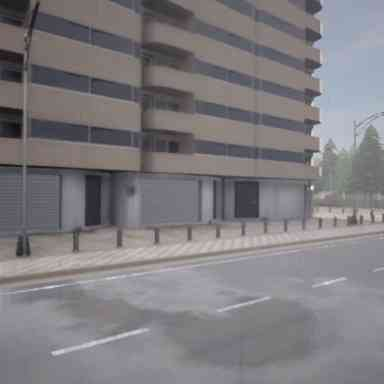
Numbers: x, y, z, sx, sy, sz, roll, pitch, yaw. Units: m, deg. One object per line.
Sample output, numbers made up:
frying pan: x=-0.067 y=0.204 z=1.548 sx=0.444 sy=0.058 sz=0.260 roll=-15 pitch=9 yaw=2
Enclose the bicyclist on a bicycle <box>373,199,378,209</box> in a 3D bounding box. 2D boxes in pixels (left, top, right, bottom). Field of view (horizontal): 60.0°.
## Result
bicyclist on a bicycle: x=28.388 y=1.849 z=51.376 sx=1.656 sy=1.620 sz=0.582 roll=0 pitch=0 yaw=-36
